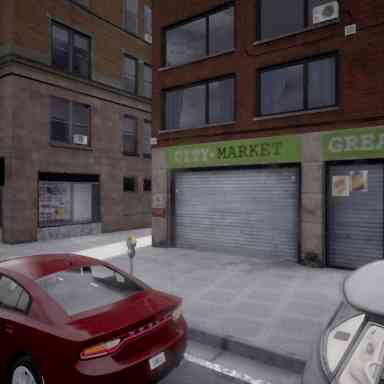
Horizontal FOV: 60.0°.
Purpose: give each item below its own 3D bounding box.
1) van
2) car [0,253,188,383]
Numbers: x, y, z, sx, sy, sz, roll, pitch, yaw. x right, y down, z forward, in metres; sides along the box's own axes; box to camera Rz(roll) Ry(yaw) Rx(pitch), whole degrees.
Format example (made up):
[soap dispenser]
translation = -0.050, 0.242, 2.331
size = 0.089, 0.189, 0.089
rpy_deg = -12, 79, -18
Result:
[van]
translation = 2.450, 1.341, 1.329
size = 3.998, 1.788, 1.690
rpy_deg = 0, 0, 35
[car]
translation = -2.160, 1.544, 4.615
size = 4.507, 1.381, 1.887
rpy_deg = 0, 0, 35
